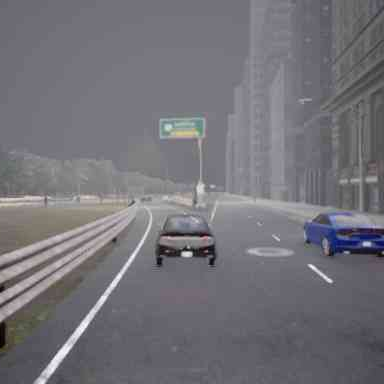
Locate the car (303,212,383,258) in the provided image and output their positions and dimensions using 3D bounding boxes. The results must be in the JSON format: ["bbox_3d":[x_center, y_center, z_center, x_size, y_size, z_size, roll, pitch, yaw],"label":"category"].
[{"bbox_3d":[5.739,1.500,12.980,1.882,1.535,5.008,0,0,5],"label":"car"}]

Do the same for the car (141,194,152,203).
[{"bbox_3d":[-9.406,1.241,68.502,2.097,1.767,4.553,0,0,-11],"label":"car"}]

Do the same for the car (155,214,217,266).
[{"bbox_3d":[-0.254,1.519,11.636,2.128,1.511,4.902,1,0,-3],"label":"car"}]
